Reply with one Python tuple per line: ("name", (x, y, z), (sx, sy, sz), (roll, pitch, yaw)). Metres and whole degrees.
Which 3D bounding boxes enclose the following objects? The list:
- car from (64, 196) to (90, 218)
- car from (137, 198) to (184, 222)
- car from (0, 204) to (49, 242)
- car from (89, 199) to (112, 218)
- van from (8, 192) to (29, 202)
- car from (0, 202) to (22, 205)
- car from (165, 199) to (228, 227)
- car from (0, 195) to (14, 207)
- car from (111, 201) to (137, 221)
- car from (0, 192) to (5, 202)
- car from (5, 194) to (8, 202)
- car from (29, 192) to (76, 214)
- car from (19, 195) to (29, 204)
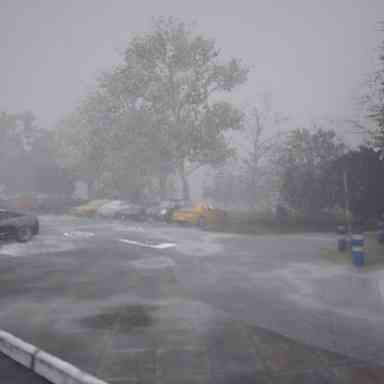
("car", (-8.271, 1.383, 29.743), (1.946, 1.575, 5.366), (1, 1, 36))
("car", (-1.518, 1.354, 25.109), (2.185, 1.767, 4.553), (1, 1, 36))
("car", (-9.138, 1.517, 14.403), (2.163, 1.488, 4.792), (1, 1, 36))
("car", (-5.922, 1.458, 28.264), (2.002, 1.452, 4.674), (1, 1, 36))
("van", (-17.158, 1.035, 36.566), (1.878, 1.987, 4.442), (1, 0, 36))
("car", (-11.364, 1.456, 16.061), (2.097, 1.535, 5.008), (1, 0, 36))
("car", (0.702, 1.511, 23.453), (2.097, 1.535, 5.008), (1, 0, 36))
("car", (-26.085, 1.193, 42.908), (2.097, 1.535, 5.008), (0, 0, 36))
("car", (-3.696, 1.479, 26.615), (2.163, 1.488, 4.792), (1, 0, 36))
("car", (-13.594, 1.173, 17.709), (2.435, 2.045, 5.566), (1, 1, 36))
("car", (-19.454, 1.265, 38.124), (2.163, 1.488, 4.792), (1, 0, 36))
("car", (-12.626, 1.072, 33.168), (2.435, 2.045, 5.566), (1, 1, 36))
("car", (-14.903, 1.321, 34.750), (2.163, 1.488, 4.792), (1, 0, 36))
